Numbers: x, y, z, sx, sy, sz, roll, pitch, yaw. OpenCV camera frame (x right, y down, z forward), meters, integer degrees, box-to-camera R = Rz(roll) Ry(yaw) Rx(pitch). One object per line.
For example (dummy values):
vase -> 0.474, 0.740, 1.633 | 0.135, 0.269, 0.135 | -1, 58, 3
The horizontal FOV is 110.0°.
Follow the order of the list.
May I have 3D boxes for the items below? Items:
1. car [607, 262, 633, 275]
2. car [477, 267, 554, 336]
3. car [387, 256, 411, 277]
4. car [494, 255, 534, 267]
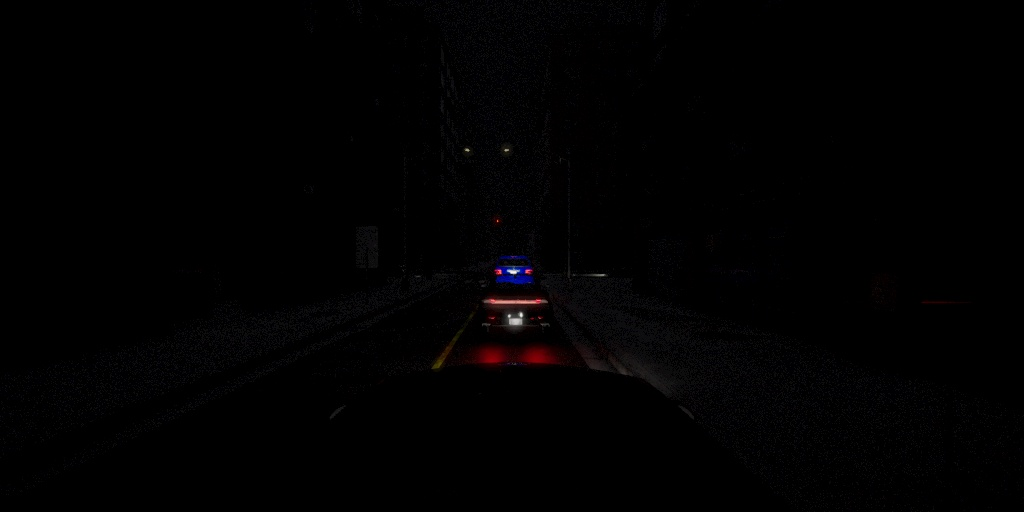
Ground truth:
car -> 12.159, 1.316, 37.689 | 4.181, 1.385, 1.994 | 0, 0, 0
car -> 0.098, 1.241, 10.356 | 2.128, 1.511, 4.902 | 0, 0, 0
car -> -12.706, 0.970, 34.766 | 5.566, 2.045, 2.150 | 0, 0, 2
car -> 0.103, 0.971, 20.668 | 2.150, 2.045, 5.566 | 0, 0, 1
